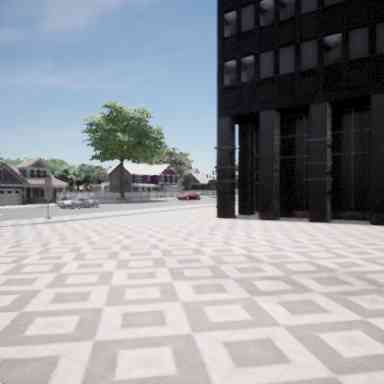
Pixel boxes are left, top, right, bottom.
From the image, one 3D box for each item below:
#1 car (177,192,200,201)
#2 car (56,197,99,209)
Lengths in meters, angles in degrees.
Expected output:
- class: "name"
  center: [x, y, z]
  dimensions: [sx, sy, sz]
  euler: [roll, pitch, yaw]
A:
- class: "car"
  center: [-0.593, 0.729, 56.320]
  dimensions: [1.882, 1.535, 5.008]
  euler: [0, 1, 35]
- class: "car"
  center: [-13.239, 1.249, 38.519]
  dimensions: [1.895, 1.301, 4.718]
  euler: [0, 1, 35]
